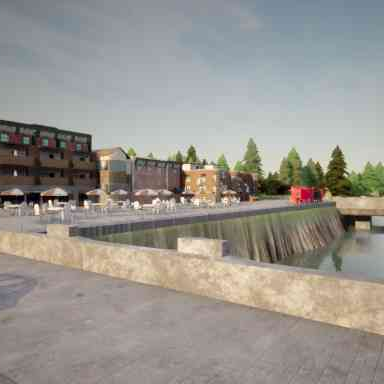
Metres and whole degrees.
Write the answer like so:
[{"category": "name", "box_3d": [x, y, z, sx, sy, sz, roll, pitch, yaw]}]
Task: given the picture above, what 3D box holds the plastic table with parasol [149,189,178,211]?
[{"category": "plastic table with parasol", "box_3d": [-3.389, 0.925, 39.511, 2.482, 2.480, 2.482, 0, 0, 36]}]
